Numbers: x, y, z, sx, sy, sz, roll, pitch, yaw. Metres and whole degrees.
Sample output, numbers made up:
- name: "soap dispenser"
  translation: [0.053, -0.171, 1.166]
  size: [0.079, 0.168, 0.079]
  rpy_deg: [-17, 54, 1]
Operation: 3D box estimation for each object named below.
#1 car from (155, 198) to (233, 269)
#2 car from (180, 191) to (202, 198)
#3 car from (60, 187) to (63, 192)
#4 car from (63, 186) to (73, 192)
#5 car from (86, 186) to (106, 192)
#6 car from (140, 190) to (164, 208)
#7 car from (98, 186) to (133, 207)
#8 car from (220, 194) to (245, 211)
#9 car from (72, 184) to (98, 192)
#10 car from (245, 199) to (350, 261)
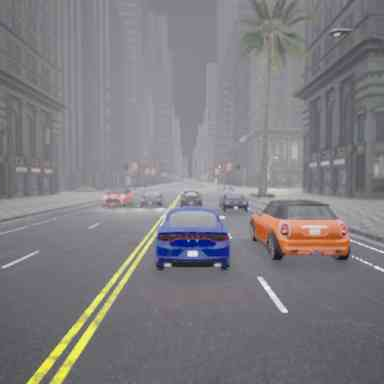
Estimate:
- name: "car"
  translation: [0.022, 1.160, 10.024]
  size: [1.882, 1.535, 5.008]
  rpy_deg: [0, 2, 0]
- name: "car"
  translation: [-0.068, 0.614, 28.964]
  size: [1.812, 1.442, 4.674]
  rpy_deg: [0, 2, 0]
- name: "car"
  translation: [-34.620, -0.719, 85.109]
  size: [4.206, 1.307, 1.802]
  rpy_deg: [-1, 3, 0]
- name: "car"
  translation: [-29.537, -1.054, 85.104]
  size: [5.009, 1.841, 2.192]
  rpy_deg: [-1, 3, 0]
- name: "car"
  translation: [-24.446, -0.894, 85.124]
  size: [4.507, 1.381, 1.887]
  rpy_deg: [-1, 3, 0]
- name: "car"
  translation: [-3.513, 0.577, 30.111]
  size: [1.812, 1.442, 4.674]
  rpy_deg: [0, 2, 0]
- name: "car"
  translation: [-6.765, 0.388, 30.539]
  size: [2.097, 1.767, 4.553]
  rpy_deg: [0, 2, 0]
- name: "car"
  translation: [3.189, 0.772, 26.347]
  size: [1.895, 1.301, 4.718]
  rpy_deg: [0, 2, 0]
- name: "car"
  translation: [-24.260, -0.605, 76.602]
  size: [4.829, 1.417, 1.752]
  rpy_deg: [-1, 3, 0]
- name: "car"
  translation: [3.269, 1.006, 10.970]
  size: [2.097, 1.767, 4.553]
  rpy_deg: [0, 2, 0]
